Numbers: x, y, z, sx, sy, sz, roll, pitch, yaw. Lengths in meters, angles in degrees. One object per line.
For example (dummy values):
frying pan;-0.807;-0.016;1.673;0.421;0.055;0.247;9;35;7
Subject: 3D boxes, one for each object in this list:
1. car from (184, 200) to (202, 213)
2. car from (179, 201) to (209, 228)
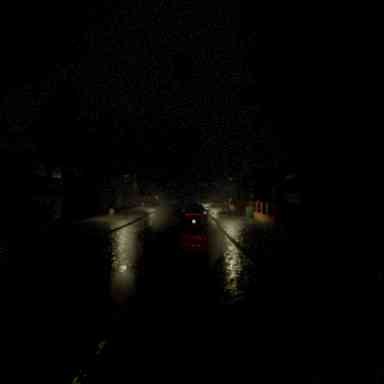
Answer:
car;0.140;1.793;41.341;2.033;1.411;5.357;0;0;0
car;0.124;1.655;23.749;1.837;1.490;4.892;0;0;0
